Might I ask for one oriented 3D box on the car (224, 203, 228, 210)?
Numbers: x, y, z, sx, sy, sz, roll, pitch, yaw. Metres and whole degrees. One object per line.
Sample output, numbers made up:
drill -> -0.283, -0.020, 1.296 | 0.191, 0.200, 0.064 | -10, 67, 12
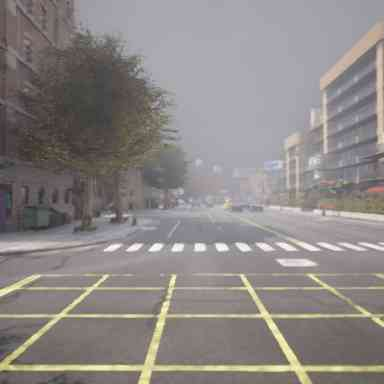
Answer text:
car -> 7.968, 3.080, 72.384 | 1.882, 1.535, 5.008 | 0, -1, 1

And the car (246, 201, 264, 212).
car -> 11.304, 2.759, 58.633 | 1.882, 1.535, 5.008 | 0, -1, 1

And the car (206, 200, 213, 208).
car -> 4.655, 3.546, 87.941 | 1.895, 1.301, 4.718 | 0, -1, 1

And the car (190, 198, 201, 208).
car -> 1.153, 3.194, 87.991 | 2.150, 2.045, 5.566 | 0, -1, 1

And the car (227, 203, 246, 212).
car -> 7.804, 2.804, 58.675 | 1.837, 1.490, 4.892 | 0, -1, 1
